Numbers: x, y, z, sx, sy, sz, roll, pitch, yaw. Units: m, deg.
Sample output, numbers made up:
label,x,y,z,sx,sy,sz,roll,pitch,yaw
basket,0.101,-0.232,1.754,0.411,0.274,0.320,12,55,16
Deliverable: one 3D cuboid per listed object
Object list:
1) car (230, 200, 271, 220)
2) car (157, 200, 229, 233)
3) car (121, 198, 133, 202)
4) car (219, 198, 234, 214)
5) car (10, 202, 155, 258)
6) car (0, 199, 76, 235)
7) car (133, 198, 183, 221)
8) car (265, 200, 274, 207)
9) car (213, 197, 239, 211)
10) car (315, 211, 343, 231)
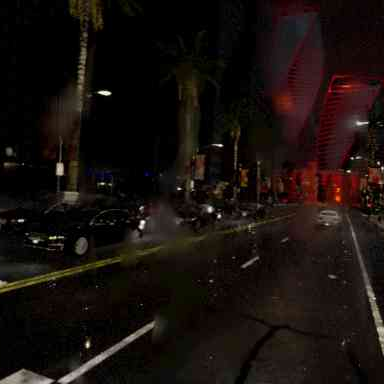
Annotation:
label,x,y,z,sx,sy,sz,roll,pitch,yaw
car,5.786,1.845,32.327,2.128,1.511,4.902,4,0,25
car,0.209,1.487,20.157,2.128,1.511,4.902,4,0,25
car,-4.445,1.195,25.808,2.161,1.482,4.786,4,0,24
car,2.922,1.641,34.457,1.882,1.535,5.008,4,0,25
car,-3.555,1.258,11.923,1.837,1.490,4.892,4,0,25
car,-6.188,1.068,14.584,2.128,1.511,4.902,4,0,24
car,-1.913,1.203,23.898,2.097,1.767,4.553,4,0,25
car,16.655,2.523,72.555,2.231,1.521,4.892,4,0,24
car,4.740,1.629,45.720,2.185,1.767,4.553,4,0,24
car,11.119,2.240,26.966,1.812,1.442,4.674,4,0,25
